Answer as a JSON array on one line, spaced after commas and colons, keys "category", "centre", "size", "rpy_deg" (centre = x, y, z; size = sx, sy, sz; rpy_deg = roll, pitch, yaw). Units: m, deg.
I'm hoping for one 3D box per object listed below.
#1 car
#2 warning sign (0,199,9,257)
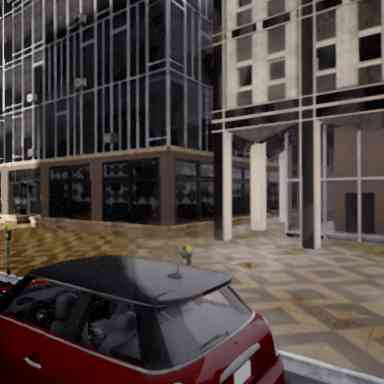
[{"category": "car", "centre": [-1.185, 1.452, 3.721], "size": [4.097, 1.590, 1.967], "rpy_deg": [0, 0, 36]}, {"category": "warning sign", "centre": [-6.786, 1.163, 10.656], "size": [1.060, 1.860, 1.300], "rpy_deg": [0, 0, 36]}]
